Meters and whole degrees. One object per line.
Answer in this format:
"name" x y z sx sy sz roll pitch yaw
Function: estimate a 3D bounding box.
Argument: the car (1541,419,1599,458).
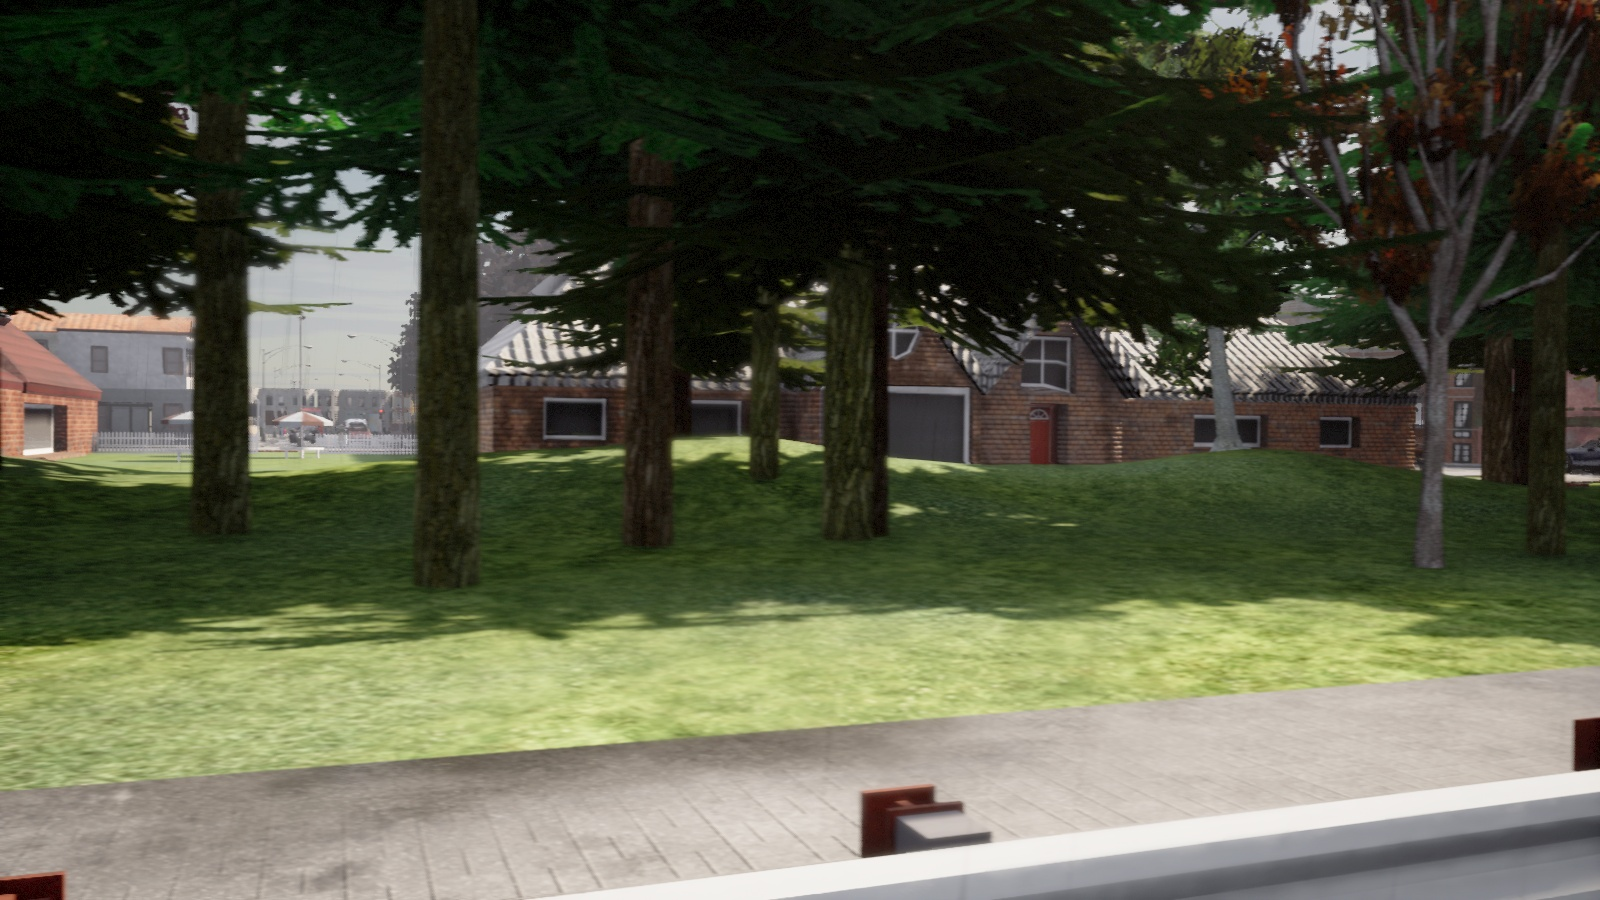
"car" 34.612 -0.519 53.681 2.033 1.649 4.856 -1 1 -20

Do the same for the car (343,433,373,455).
"car" -33.046 -0.473 93.863 1.851 1.617 3.988 -1 1 -23
